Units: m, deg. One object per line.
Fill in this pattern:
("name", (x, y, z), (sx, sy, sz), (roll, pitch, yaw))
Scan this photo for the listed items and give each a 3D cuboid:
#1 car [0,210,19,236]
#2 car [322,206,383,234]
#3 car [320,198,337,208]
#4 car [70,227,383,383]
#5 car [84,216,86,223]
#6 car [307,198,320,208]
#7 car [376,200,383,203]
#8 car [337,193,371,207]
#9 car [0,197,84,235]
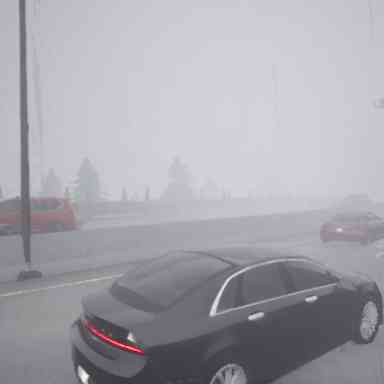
("car", (-8.623, 1.557, 10.883), (4.892, 1.490, 1.837), (0, 0, -36))
("car", (7.596, 1.550, 15.257), (4.181, 1.385, 1.994), (0, 0, -44))
("car", (19.530, 1.495, 44.703), (2.128, 1.511, 4.902), (0, 0, 41))
("car", (0.874, 1.507, 4.681), (4.892, 1.490, 1.837), (0, 0, -38))
("car", (-8.814, 1.672, 19.475), (4.718, 1.301, 1.895), (0, 0, -39))
("car", (18.908, 1.569, 49.325), (2.033, 1.411, 5.357), (0, 0, 41))
("car", (45.748, 2.752, 80.271), (1.812, 1.442, 4.674), (0, -5, 41))
("car", (19.462, 1.206, 39.282), (2.150, 2.045, 5.566), (0, 0, 41))
("car", (-8.258, 1.281, 15.449), (5.566, 2.045, 2.150), (0, 0, -38))
